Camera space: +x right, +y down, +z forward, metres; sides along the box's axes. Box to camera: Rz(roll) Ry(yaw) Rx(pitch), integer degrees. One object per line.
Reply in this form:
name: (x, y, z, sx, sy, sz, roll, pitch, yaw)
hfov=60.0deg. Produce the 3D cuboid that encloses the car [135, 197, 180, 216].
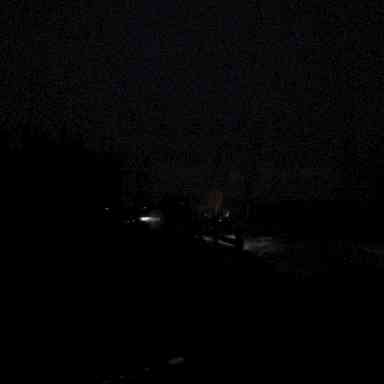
car: (-3.316, 1.282, 30.505, 2.033, 1.411, 5.357, 0, 1, -31)

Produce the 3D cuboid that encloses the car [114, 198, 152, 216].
car: (-5.460, 1.259, 28.664, 1.812, 1.442, 4.674, 0, 1, -30)

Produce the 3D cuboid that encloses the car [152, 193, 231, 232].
car: (-0.014, 1.118, 19.784, 2.150, 2.045, 5.566, 0, 1, -32)
